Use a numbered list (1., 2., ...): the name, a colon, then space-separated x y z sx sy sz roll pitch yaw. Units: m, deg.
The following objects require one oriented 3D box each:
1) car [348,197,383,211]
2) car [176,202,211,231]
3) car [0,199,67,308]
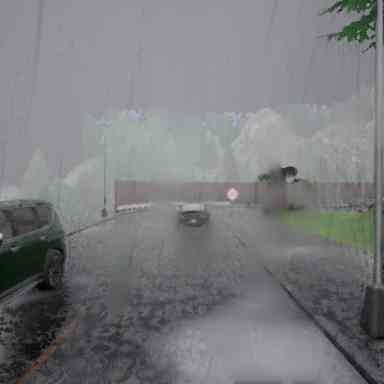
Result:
1. car: 19.110 1.232 35.161 4.902 1.511 2.128 0 0 1
2. car: 0.095 1.332 19.623 1.882 1.535 5.008 0 0 0
3. car: -4.103 1.178 5.878 2.150 2.045 5.566 0 0 0
